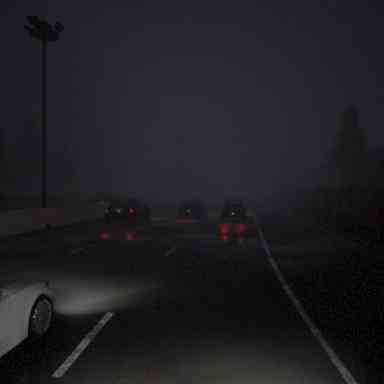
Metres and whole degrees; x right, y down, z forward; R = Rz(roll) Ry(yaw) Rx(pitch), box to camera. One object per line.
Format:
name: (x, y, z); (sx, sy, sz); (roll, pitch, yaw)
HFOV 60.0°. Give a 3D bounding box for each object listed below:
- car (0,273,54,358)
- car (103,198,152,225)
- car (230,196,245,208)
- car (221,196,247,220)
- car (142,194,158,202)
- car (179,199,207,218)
car: (-3.183, 1.498, 3.417); (1.812, 1.442, 4.674); (0, 0, 2)
car: (-4.271, 1.215, 22.919); (2.097, 1.767, 4.553); (0, 0, 9)
car: (6.161, 1.299, 44.562); (1.812, 1.442, 4.674); (0, 0, 9)
car: (3.343, 1.356, 26.456); (2.128, 1.511, 4.902); (0, 0, 9)
car: (-8.218, 1.113, 65.957); (2.128, 1.511, 4.902); (0, 0, 6)
car: (0.134, 1.322, 28.482); (1.882, 1.535, 5.008); (0, 0, 9)
